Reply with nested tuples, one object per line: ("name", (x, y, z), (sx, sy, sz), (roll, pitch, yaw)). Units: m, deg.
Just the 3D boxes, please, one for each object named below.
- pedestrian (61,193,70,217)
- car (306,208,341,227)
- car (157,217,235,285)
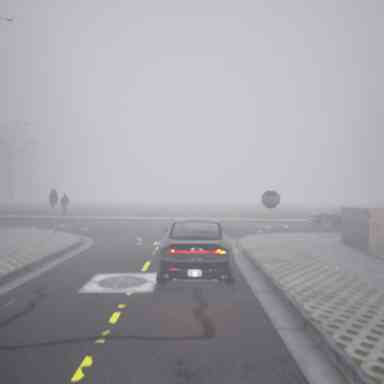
("pedestrian", (-9.726, 0.956, 25.406), (0.375, 1.860, 0.375), (0, -1, 0))
("car", (10.307, 1.718, 22.662), (4.718, 1.301, 1.895), (1, 0, -1))
("car", (0.160, 1.485, 9.423), (1.837, 1.490, 4.892), (0, -1, 2))
